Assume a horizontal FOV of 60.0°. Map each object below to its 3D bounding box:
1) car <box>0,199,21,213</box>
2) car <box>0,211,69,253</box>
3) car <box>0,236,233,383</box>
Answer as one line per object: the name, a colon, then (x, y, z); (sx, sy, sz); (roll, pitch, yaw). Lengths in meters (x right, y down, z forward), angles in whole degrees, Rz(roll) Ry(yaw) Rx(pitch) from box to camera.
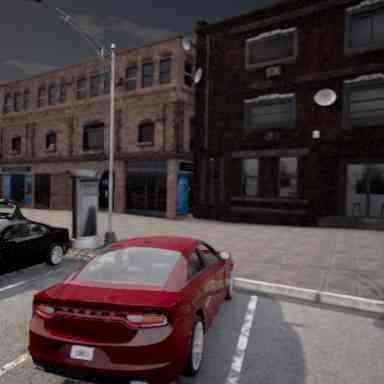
car: (-7.947, 1.268, 10.823); (2.435, 2.045, 5.566); (0, -1, 14)
car: (-5.439, 1.511, 9.160); (2.097, 1.535, 5.008); (0, -1, 14)
car: (-0.475, 1.492, 5.724); (2.097, 1.535, 5.008); (0, -1, 15)
